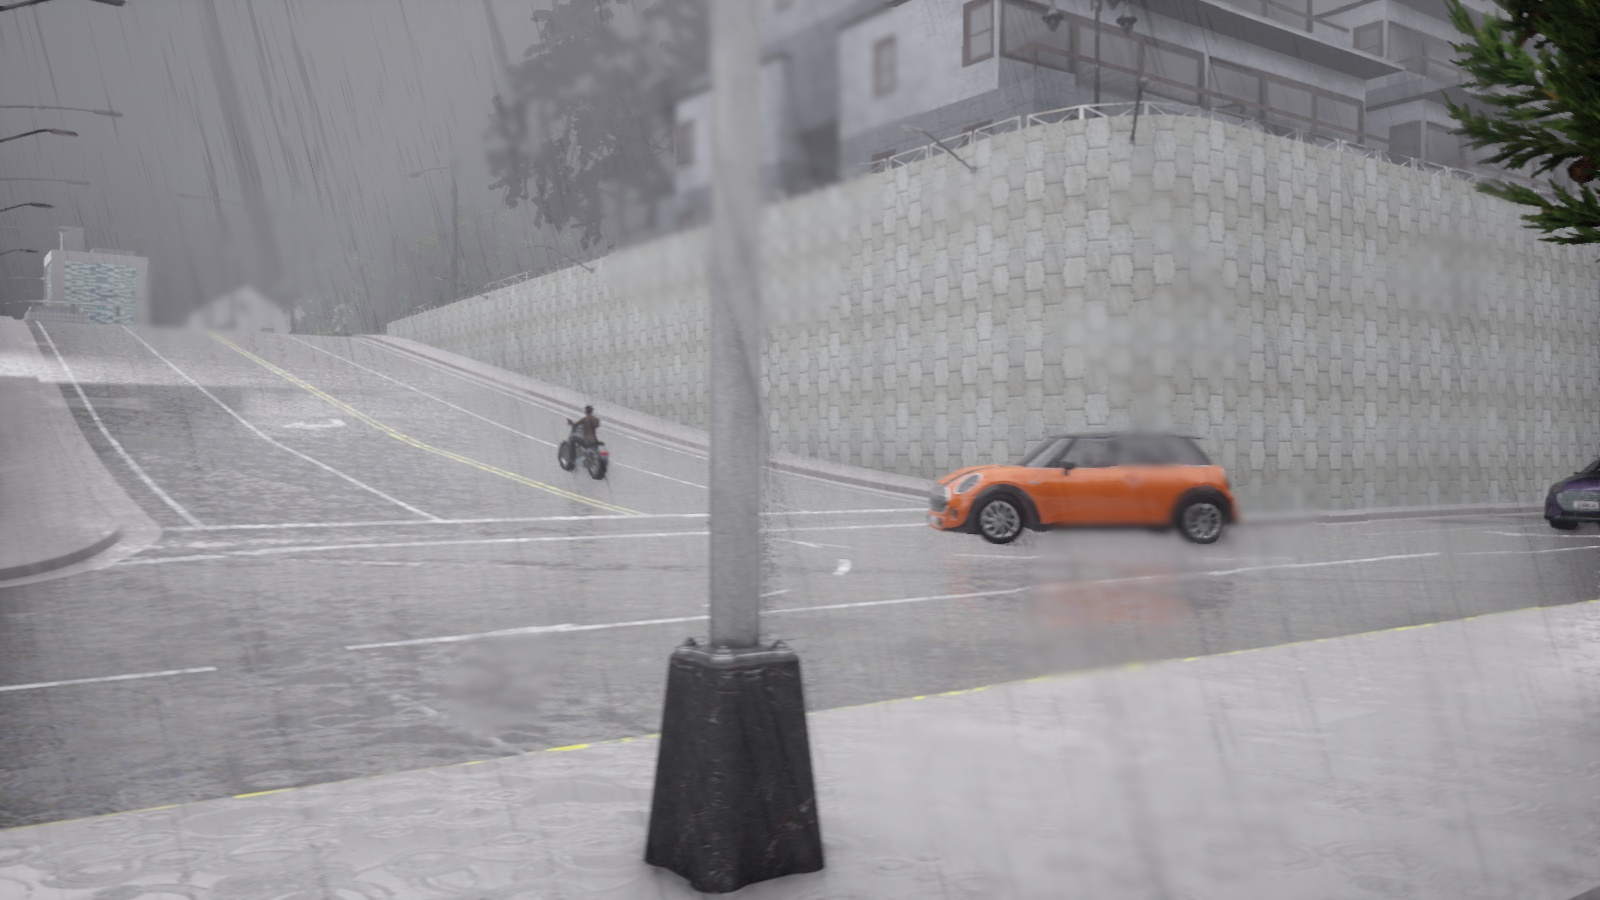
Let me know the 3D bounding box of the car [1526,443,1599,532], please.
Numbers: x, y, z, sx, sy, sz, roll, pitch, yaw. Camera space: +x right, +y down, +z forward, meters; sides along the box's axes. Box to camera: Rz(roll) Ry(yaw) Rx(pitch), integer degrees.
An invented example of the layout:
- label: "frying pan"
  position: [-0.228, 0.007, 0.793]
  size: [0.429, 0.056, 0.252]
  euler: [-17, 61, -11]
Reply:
- label: "car"
  position: [16.746, 0.701, 25.068]
  size: [4.856, 1.649, 2.033]
  euler: [0, 0, -35]

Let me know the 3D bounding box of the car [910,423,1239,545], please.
- label: "car"
  position: [4.109, 0.490, 19.364]
  size: [4.553, 1.767, 2.097]
  euler: [0, 1, -3]

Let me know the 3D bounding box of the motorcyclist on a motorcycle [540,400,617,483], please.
- label: "motorcyclist on a motorcycle"
  position: [-5.030, -0.214, 28.357]
  size: [0.766, 1.649, 2.350]
  euler: [0, 5, -34]
